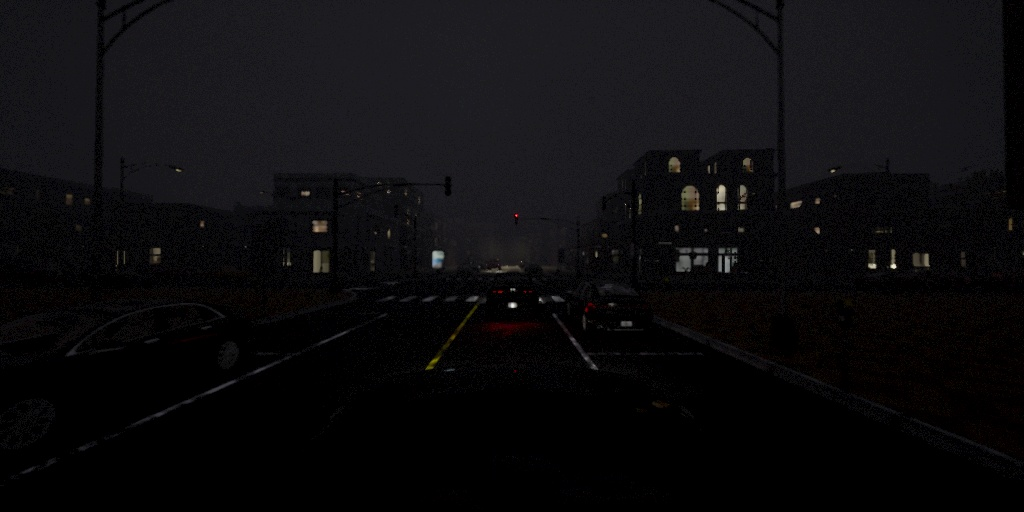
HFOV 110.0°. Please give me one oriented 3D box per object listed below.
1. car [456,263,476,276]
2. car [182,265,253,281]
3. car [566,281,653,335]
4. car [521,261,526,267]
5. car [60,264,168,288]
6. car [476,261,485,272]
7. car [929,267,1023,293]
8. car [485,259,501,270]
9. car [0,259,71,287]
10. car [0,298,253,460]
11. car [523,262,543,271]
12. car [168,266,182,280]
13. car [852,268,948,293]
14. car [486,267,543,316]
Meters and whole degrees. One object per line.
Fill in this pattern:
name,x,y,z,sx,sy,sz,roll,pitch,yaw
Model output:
car,-5.696,1.684,43.005,1.802,1.307,4.207,0,0,0
car,-25.459,1.445,31.385,4.829,1.417,1.751,0,0,1
car,2.689,1.376,10.604,2.007,1.370,4.403,0,0,0
car,2.683,1.779,54.035,1.802,1.307,4.207,0,0,0
car,-25.418,1.354,23.004,4.403,1.370,2.007,0,0,1
car,-5.698,1.747,54.048,2.007,1.370,4.403,0,0,0
car,29.174,1.491,22.169,4.097,1.591,1.967,0,0,1
car,-3.044,1.490,62.404,2.150,2.045,5.566,0,0,1
car,-30.955,1.095,23.089,5.009,1.841,2.192,0,0,1
car,-5.691,1.328,4.928,2.007,1.370,4.403,0,0,0
car,2.684,1.668,42.993,1.948,1.339,4.313,0,0,0
car,-30.825,1.478,31.468,4.207,1.307,1.802,0,0,1
car,23.639,1.605,22.219,4.207,1.307,1.802,0,0,1
car,0.038,1.359,13.954,1.837,1.490,4.892,0,0,0
